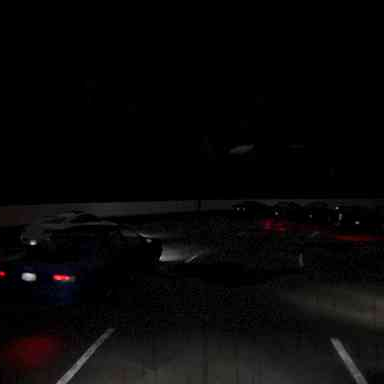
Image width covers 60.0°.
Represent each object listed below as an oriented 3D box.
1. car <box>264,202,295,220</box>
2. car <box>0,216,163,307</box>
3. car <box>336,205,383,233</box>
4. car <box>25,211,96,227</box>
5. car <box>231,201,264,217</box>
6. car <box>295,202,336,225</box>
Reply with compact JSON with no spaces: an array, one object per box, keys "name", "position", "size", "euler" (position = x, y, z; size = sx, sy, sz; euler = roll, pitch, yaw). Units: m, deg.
[{"name":"car","position":[8.427,1.564,28.909],"size":[1.812,1.442,4.674],"euler":[0,0,41]},{"name":"car","position":[-2.302,1.526,8.227],"size":[2.033,1.411,5.357],"euler":[0,0,12]},{"name":"car","position":[10.396,1.535,20.252],"size":[1.882,1.535,5.008],"euler":[0,0,33]},{"name":"car","position":[-4.669,1.484,13.343],"size":[1.812,1.442,4.674],"euler":[0,0,17]},{"name":"car","position":[5.858,1.566,31.720],"size":[2.033,1.411,5.357],"euler":[0,0,43]},{"name":"car","position":[9.794,1.528,25.135],"size":[1.882,1.535,5.008],"euler":[0,0,38]}]
